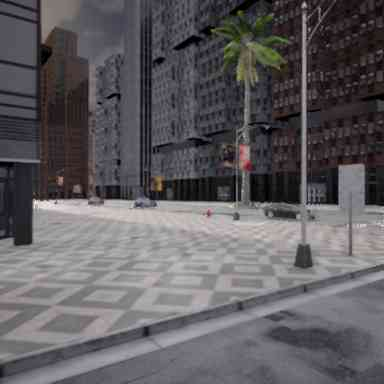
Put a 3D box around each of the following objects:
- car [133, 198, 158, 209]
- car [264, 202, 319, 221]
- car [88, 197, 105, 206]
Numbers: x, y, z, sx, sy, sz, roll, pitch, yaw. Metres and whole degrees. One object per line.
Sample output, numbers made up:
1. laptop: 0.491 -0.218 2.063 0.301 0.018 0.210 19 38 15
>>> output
1. car: -6.867 1.617 49.265 2.097 1.767 4.553 0 -1 -36
2. car: 8.381 1.669 28.282 1.837 1.490 4.892 0 1 -36
3. car: -18.976 1.787 65.926 2.097 1.767 4.553 0 -1 -36
